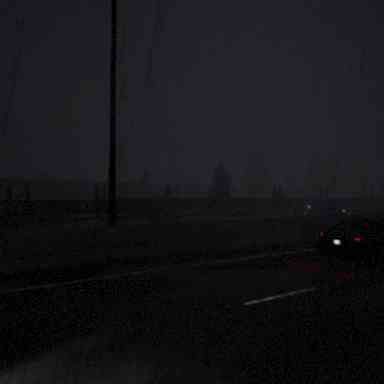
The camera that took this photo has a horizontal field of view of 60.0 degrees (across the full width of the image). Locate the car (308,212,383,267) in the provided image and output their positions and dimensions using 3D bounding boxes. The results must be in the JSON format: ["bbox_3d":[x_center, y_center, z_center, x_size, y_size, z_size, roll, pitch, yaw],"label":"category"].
[{"bbox_3d":[6.276,1.529,11.294,4.181,1.385,1.994,0,0,-28],"label":"car"}]

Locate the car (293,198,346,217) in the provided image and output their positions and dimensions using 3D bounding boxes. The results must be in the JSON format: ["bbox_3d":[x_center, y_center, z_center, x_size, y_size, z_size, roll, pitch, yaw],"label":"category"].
[{"bbox_3d":[11.040,1.298,28.926,4.553,1.767,2.097,0,0,-21],"label":"car"}]
